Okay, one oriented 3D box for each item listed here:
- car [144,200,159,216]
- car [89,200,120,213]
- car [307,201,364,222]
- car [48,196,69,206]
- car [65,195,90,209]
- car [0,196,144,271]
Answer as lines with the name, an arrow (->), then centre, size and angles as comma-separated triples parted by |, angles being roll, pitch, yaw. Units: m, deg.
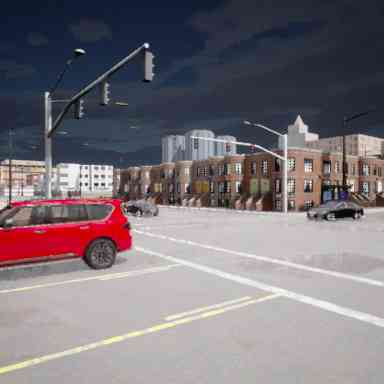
car -> -4.866, 1.501, 31.318 | 1.837, 1.490, 4.892 | 0, 0, -36
car -> -10.331, 1.597, 38.889 | 1.895, 1.301, 4.718 | 0, 0, -36
car -> 11.191, 1.486, 25.899 | 4.902, 1.511, 2.128 | 0, 0, -25
car -> -22.298, 1.487, 55.551 | 2.128, 1.511, 4.902 | 0, 0, -35
car -> -16.277, 1.348, 47.137 | 2.097, 1.767, 4.553 | 0, 0, -36
car -> -4.421, 1.221, 9.441 | 5.566, 2.045, 2.150 | 0, 0, -36
